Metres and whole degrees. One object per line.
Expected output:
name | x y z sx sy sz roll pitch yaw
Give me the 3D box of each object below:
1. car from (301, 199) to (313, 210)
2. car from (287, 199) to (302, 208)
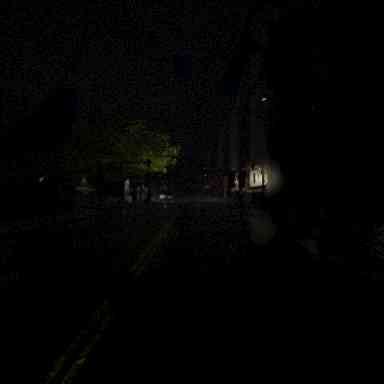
car | 16.390 1.677 41.664 4.206 1.307 1.802 0 0 0
car | 16.386 1.733 49.689 4.313 1.339 1.947 0 0 0
